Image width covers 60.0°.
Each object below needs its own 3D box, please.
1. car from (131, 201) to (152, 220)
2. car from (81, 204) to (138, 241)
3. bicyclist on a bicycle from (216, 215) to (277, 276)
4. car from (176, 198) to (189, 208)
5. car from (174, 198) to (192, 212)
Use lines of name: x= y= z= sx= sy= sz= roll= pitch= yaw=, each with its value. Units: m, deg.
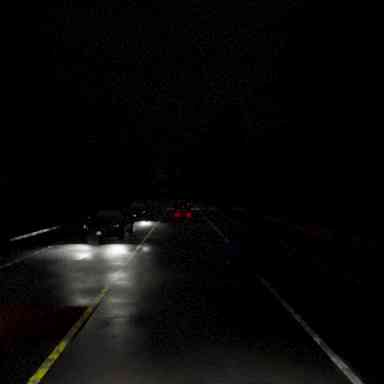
car: x=-4.415 y=1.523 z=27.698 sx=1.812 sy=1.442 sz=4.674 roll=0 pitch=0 yaw=-2
car: x=-4.094 y=1.523 z=16.725 sx=1.812 sy=1.442 sz=4.674 roll=0 pitch=0 yaw=-1
bicyclist on a bicycle: x=1.441 y=1.443 z=8.907 sx=1.656 sy=1.620 sz=0.582 roll=-1 pitch=0 yaw=-2
car: x=-1.418 y=1.595 z=49.376 sx=1.895 sy=1.301 sz=4.718 roll=0 pitch=0 yaw=-2
car: x=-1.088 y=1.521 z=39.162 sx=1.812 sy=1.442 sz=4.674 roll=0 pitch=0 yaw=-2
